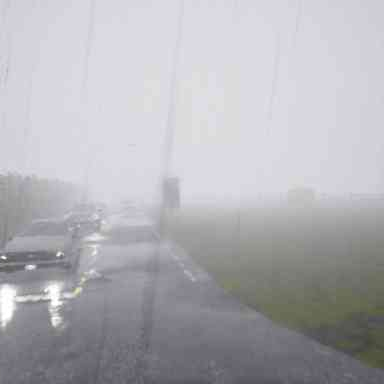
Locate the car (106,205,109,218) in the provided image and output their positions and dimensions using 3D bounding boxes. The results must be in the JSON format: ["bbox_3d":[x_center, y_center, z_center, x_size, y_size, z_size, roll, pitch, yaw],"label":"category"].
[{"bbox_3d":[-8.875,1.702,31.441,2.033,1.411,5.357,-1,0,-12],"label":"car"}]

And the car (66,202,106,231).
[{"bbox_3d":[-6.872,1.473,21.330,2.097,1.767,4.553,-1,0,-12],"label":"car"}]

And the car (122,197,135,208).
[{"bbox_3d":[-10.144,1.661,52.823,1.837,1.490,4.892,-1,0,-11],"label":"car"}]

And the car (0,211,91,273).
[{"bbox_3d":[-4.890,1.641,11.526,2.033,1.411,5.357,-1,0,-12],"label":"car"}]

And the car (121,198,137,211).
[{"bbox_3d":[-8.165,1.724,42.979,1.895,1.301,4.718,-1,0,-11],"label":"car"}]
